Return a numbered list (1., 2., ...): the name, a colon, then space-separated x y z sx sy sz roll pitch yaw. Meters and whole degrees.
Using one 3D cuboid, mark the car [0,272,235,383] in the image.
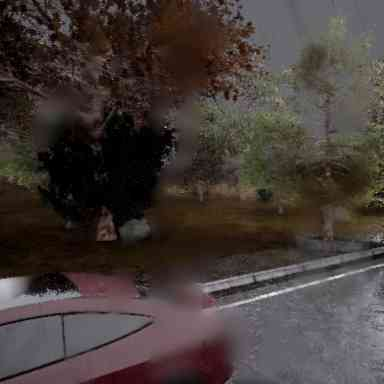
1. car: -1.699 1.528 2.780 4.674 1.442 1.812 0 0 -35
